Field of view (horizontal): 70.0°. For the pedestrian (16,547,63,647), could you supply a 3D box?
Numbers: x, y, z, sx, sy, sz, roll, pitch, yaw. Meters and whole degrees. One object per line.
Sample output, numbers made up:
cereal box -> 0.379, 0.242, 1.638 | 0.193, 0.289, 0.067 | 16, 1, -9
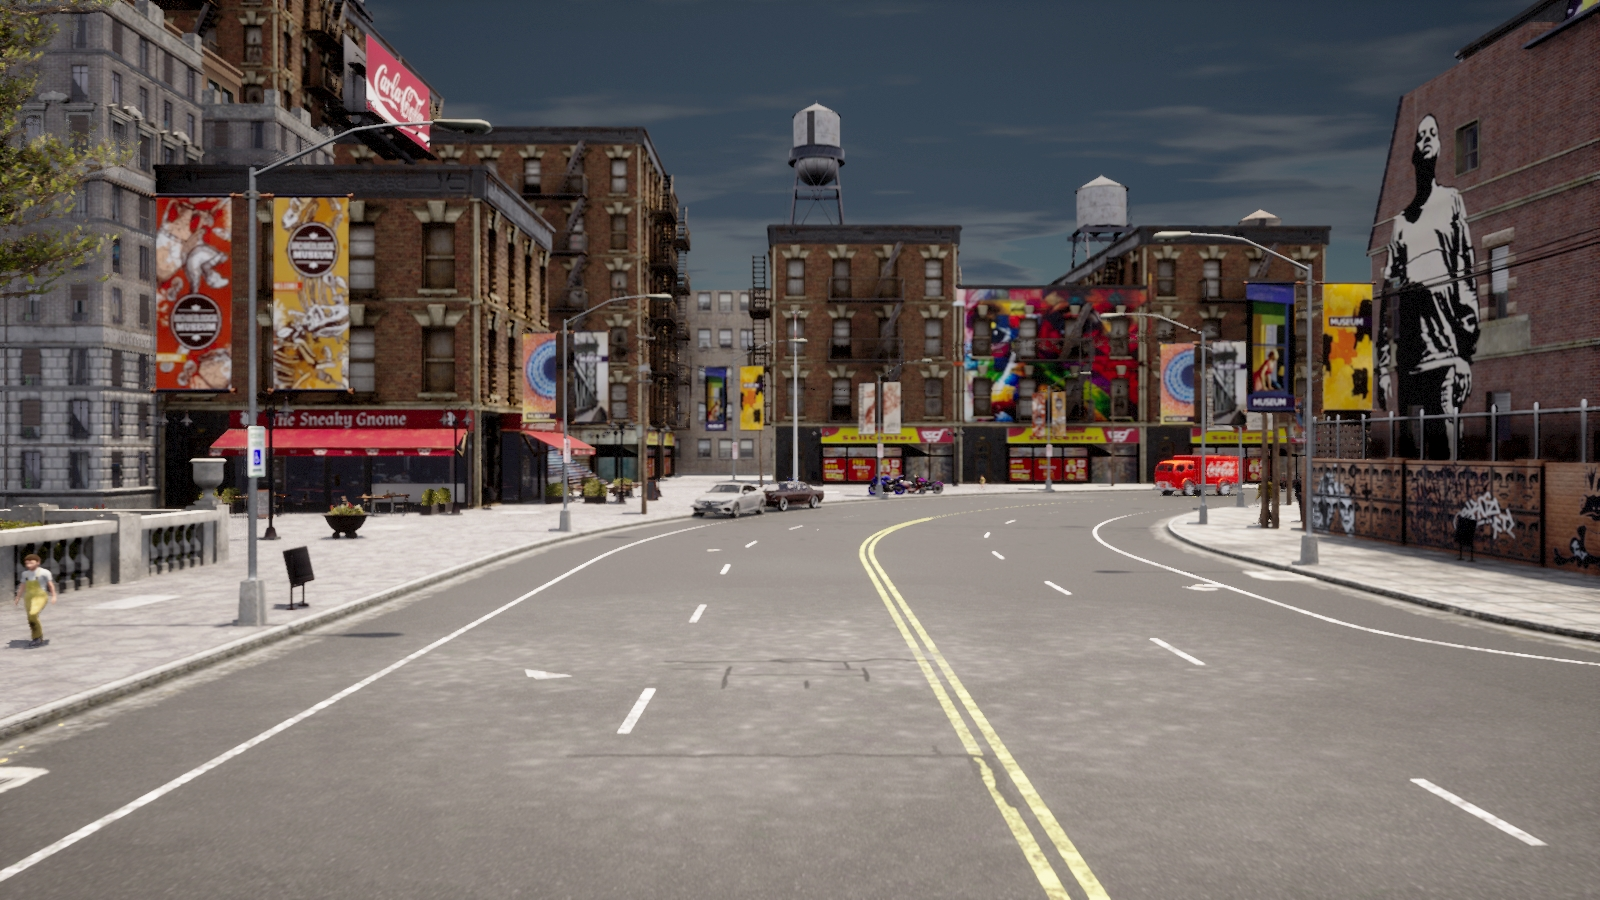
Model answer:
pedestrian -> -10.275, 1.978, 15.441 | 0.375, 1.300, 0.375 | 0, 0, 0

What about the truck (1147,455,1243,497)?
truck -> 24.265, 1.577, 70.182 | 5.204, 2.467, 2.627 | 0, 0, -25

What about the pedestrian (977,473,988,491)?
pedestrian -> 11.922, 2.087, 74.465 | 0.500, 1.100, 0.500 | 0, 0, -33

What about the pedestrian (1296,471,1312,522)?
pedestrian -> 18.434, 1.702, 41.783 | 0.375, 1.860, 0.375 | 0, 0, -38

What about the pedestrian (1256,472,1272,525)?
pedestrian -> 16.480, 1.702, 40.600 | 0.375, 1.860, 0.375 | 0, 0, -24
